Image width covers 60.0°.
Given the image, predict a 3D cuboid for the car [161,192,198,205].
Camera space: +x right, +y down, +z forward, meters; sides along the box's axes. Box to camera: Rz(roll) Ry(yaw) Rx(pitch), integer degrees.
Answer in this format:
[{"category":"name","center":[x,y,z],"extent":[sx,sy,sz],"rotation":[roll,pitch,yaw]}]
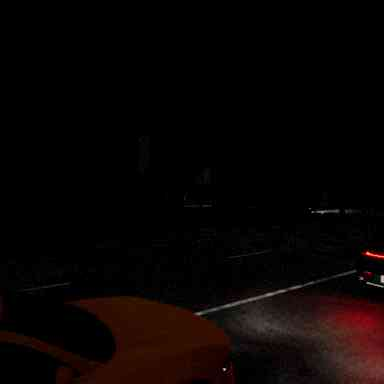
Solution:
[{"category":"car","center":[-2.046,1.013,52.546],"extent":[2.150,2.045,5.566],"rotation":[-1,0,-39]}]

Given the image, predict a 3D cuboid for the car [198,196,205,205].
[{"category":"car","center":[1.380,1.360,53.875],"extent":[1.895,1.301,4.718],"rotation":[-1,0,-39]}]

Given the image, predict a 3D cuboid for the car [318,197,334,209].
[{"category":"car","center":[13.472,1.255,38.854],"extent":[1.837,1.490,4.892],"rotation":[-1,0,-39]}]

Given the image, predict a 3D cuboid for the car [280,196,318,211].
[{"category":"car","center":[10.658,1.329,36.767],"extent":[2.033,1.411,5.357],"rotation":[-1,0,-39]}]

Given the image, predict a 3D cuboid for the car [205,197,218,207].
[{"category":"car","center":[4.508,1.264,44.401],"extent":[1.882,1.535,5.008],"rotation":[-1,0,-39]}]

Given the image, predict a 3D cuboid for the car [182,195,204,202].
[{"category":"car","center":[0.073,1.302,66.972],"extent":[1.895,1.301,4.718],"rotation":[-1,0,-39]}]

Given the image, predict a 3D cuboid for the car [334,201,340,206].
[{"category":"car","center":[15.859,1.318,41.789],"extent":[1.895,1.301,4.718],"rotation":[-1,0,-39]}]

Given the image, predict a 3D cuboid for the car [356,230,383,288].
[{"category":"car","center":[5.825,1.467,7.922],"extent":[4.892,1.490,1.837],"rotation":[-1,0,-36]}]

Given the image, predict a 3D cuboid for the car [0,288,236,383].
[{"category":"car","center":[-1.879,1.478,2.388],"extent":[5.008,1.535,1.882],"rotation":[0,0,-36]}]

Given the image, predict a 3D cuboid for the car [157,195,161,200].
[{"category":"car","center":[-6.278,1.232,74.749],"extent":[2.128,1.511,4.902],"rotation":[-1,0,-38]}]
